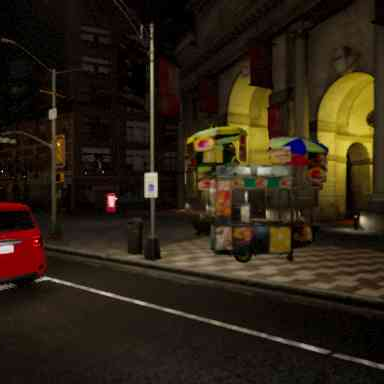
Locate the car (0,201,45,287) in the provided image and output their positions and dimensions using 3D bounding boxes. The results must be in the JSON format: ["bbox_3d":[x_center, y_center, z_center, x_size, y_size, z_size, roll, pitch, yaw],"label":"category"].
[{"bbox_3d":[-5.896,1.243,8.188,5.566,2.045,2.150,0,0,36],"label":"car"}]
